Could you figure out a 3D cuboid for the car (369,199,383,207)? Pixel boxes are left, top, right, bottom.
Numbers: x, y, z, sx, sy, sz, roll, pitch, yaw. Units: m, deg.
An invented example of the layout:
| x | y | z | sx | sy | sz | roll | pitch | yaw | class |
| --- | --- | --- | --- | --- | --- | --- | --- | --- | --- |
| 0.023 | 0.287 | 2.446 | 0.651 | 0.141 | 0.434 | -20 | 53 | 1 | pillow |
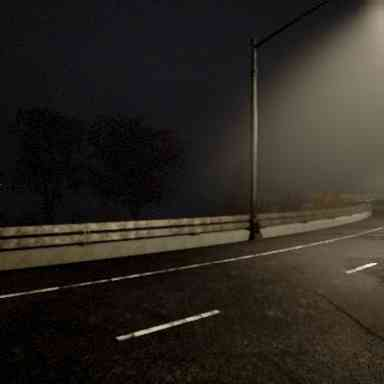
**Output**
| x | y | z | sx | sy | sz | roll | pitch | yaw | class |
| --- | --- | --- | --- | --- | --- | --- | --- | --- | --- |
| 37.961 | 2.227 | 68.308 | 1.882 | 1.535 | 5.008 | 0 | -1 | 11 | car |
